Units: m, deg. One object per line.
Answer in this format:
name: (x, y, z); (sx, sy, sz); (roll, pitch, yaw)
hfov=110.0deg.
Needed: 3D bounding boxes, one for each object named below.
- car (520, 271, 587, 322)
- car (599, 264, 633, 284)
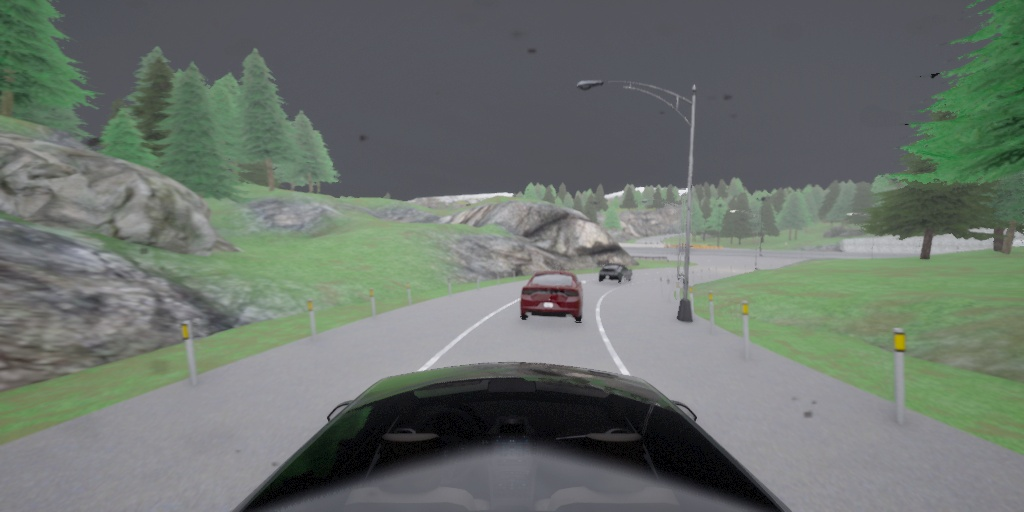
car: (1.542, 1.250, 12.584); (1.882, 1.535, 5.008); (1, 0, 12)
car: (8.781, 1.428, 30.089); (1.837, 1.490, 4.892); (3, 1, 32)
